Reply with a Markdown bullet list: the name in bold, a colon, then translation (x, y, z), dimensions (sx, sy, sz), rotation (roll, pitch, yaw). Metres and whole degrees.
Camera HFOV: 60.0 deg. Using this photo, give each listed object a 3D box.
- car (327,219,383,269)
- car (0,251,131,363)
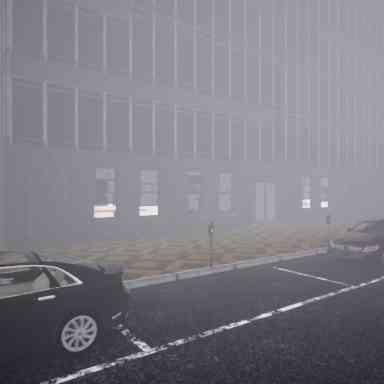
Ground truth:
- **car**: translation (6.250, 1.582, 11.051), dimensions (4.206, 1.307, 1.802), rotation (0, 0, -36)
- **car**: translation (-3.002, 1.551, 4.418), dimensions (4.403, 1.369, 2.008), rotation (0, 0, -36)
